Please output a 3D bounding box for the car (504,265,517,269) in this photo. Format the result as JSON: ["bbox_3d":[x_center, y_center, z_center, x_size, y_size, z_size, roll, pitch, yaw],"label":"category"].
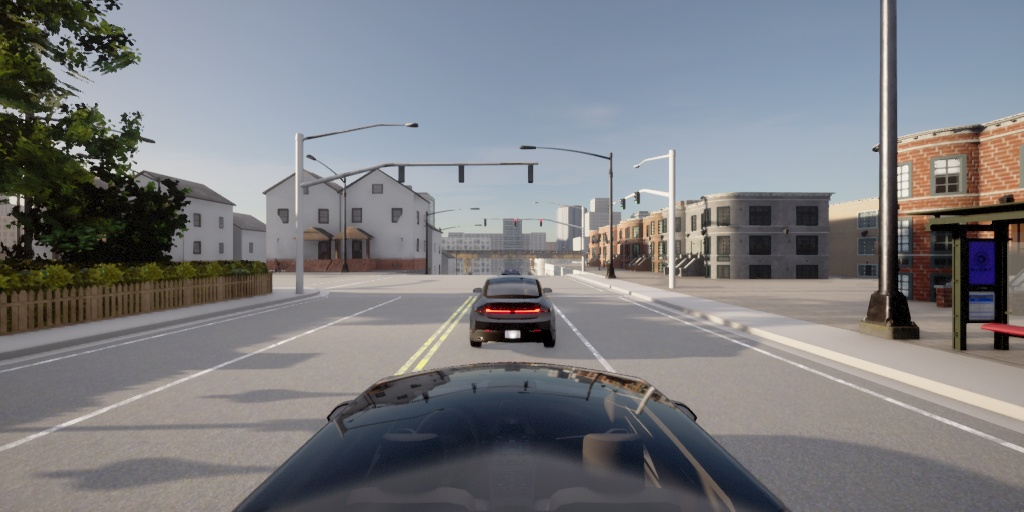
[{"bbox_3d":[-0.192,2.264,45.617,2.097,1.767,4.553,-1,-13,-1],"label":"car"}]

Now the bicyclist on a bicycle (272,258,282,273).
[{"bbox_3d":[-25.503,1.053,38.848,0.582,1.620,1.656,0,0,0],"label":"bicyclist on a bicycle"}]

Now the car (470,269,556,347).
[{"bbox_3d":[0.015,1.255,9.291,1.837,1.490,4.892,0,0,0],"label":"car"}]
